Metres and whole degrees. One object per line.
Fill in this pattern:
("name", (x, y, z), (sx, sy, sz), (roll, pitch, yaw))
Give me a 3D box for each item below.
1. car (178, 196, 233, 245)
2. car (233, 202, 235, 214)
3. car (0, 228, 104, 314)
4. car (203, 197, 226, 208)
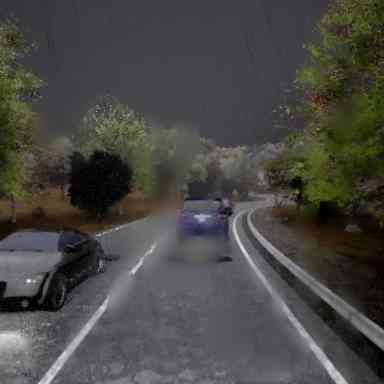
("car", (0.611, 1.212, 15.824), (2.150, 2.045, 5.566), (0, 0, 4))
("car", (3.124, 1.355, 33.165), (2.097, 1.767, 4.553), (1, 0, 11))
("car", (-3.459, 1.539, 7.577), (1.994, 1.385, 4.181), (0, 1, 2))
("car", (3.377, 1.492, 48.437), (2.033, 1.411, 5.357), (2, 0, 18))
